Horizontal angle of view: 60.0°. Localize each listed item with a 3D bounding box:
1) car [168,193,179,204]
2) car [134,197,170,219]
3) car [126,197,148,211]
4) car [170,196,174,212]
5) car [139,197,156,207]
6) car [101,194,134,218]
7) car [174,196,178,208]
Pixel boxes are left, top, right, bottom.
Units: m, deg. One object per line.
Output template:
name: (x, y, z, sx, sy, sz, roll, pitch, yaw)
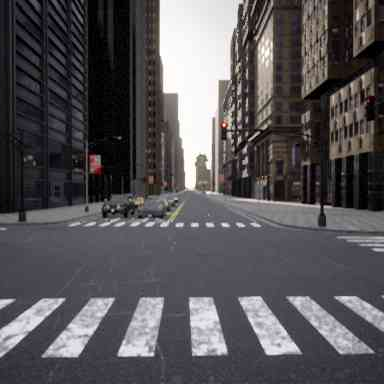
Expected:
car: (-3.384, 1.458, 63.615, 2.033, 1.411, 5.357, 0, 0, 0)
car: (-3.398, 1.325, 29.068, 2.097, 1.767, 4.553, 0, 0, 0)
car: (-6.662, 1.430, 40.677, 1.882, 1.535, 5.008, 0, 0, 0)
car: (-3.416, 1.483, 38.050, 1.812, 1.442, 4.674, 0, 0, 0)
car: (-6.685, 1.499, 50.567, 1.994, 1.385, 4.181, 0, 0, 0)
car: (-6.653, 1.192, 30.672, 2.150, 2.045, 5.566, 0, 0, 0)
car: (-3.442, 1.504, 48.075, 1.994, 1.385, 4.181, 0, 0, -1)
